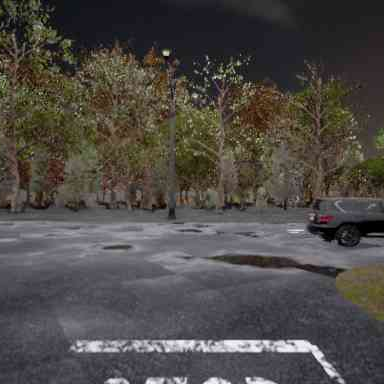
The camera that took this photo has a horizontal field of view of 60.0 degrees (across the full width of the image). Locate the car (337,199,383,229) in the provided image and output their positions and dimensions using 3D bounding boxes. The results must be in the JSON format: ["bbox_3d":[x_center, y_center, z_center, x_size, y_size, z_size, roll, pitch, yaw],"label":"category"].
[{"bbox_3d":[12.150,1.376,21.504,4.553,1.767,2.097,1,0,0],"label":"car"}]

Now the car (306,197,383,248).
[{"bbox_3d":[7.902,1.262,14.523,5.566,2.045,2.150,1,0,0],"label":"car"}]
